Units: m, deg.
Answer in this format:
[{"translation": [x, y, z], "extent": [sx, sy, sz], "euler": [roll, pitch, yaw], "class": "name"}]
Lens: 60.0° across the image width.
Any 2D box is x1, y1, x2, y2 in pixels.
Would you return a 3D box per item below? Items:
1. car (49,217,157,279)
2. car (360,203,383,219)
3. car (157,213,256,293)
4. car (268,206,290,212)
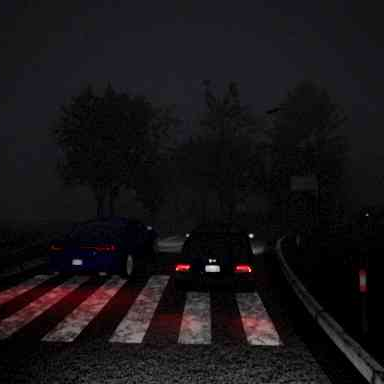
[{"translation": [-2.393, 1.507, 10.266], "extent": [1.882, 1.535, 5.008], "euler": [-1, 0, 7], "class": "car"}, {"translation": [18.377, 1.895, 33.084], "extent": [4.892, 1.490, 1.837], "euler": [0, -2, -42], "class": "car"}, {"translation": [0.704, 1.539, 9.000], "extent": [2.033, 1.411, 5.357], "euler": [-1, 0, 7], "class": "car"}, {"translation": [18.956, 3.900, 72.563], "extent": [4.892, 1.490, 1.837], "euler": [-4, -6, 41], "class": "car"}]
